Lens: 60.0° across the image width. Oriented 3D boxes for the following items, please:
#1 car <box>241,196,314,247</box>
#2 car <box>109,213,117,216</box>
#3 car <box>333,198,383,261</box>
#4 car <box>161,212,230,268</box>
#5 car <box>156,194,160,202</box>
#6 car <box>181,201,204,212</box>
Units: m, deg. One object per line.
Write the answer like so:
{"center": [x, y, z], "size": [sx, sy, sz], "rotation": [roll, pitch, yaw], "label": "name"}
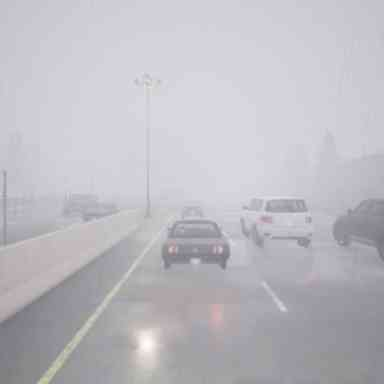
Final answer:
{"center": [3.602, 1.197, 14.964], "size": [2.150, 2.045, 5.566], "rotation": [0, 0, 0], "label": "car"}
{"center": [-7.144, 1.502, 26.649], "size": [2.033, 1.411, 5.357], "rotation": [0, 0, 0], "label": "car"}
{"center": [7.102, 1.203, 11.858], "size": [2.150, 2.045, 5.566], "rotation": [0, 0, 0], "label": "car"}
{"center": [0.095, 1.582, 11.191], "size": [1.895, 1.301, 4.718], "rotation": [0, 0, 0], "label": "car"}
{"center": [-6.340, 1.244, 68.617], "size": [1.837, 1.490, 4.892], "rotation": [0, 0, 1], "label": "car"}
{"center": [0.032, 1.478, 28.795], "size": [1.812, 1.442, 4.674], "rotation": [0, 0, 0], "label": "car"}
